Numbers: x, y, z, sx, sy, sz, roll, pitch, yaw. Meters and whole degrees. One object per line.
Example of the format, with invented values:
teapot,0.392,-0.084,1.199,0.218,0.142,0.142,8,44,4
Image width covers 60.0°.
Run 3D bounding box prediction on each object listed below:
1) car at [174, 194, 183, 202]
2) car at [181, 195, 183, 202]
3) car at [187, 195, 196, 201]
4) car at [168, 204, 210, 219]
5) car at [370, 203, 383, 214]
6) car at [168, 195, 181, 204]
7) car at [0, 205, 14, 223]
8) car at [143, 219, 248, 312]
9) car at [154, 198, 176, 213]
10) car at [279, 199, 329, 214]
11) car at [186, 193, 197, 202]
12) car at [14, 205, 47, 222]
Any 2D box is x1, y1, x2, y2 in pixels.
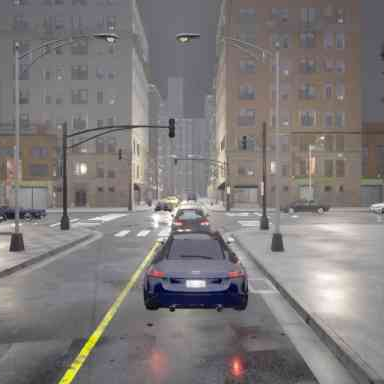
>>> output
car,-3.083,1.400,76.542,2.097,1.767,4.553,0,0,0
car,-3.090,1.584,63.646,2.033,1.411,5.357,0,0,1
car,-0.114,1.583,86.685,2.128,1.511,4.902,0,0,0
car,-0.087,1.525,16.529,1.812,1.442,4.674,0,0,-2
car,20.419,1.438,33.352,4.674,1.442,1.812,0,0,-1
car,-3.096,1.500,50.708,1.882,1.535,5.008,0,0,0
car,-15.224,1.616,23.183,4.181,1.385,1.994,0,0,0
car,0.083,1.564,7.785,1.994,1.385,4.181,0,0,0
car,-3.061,1.608,36.532,1.895,1.301,4.718,0,0,0
car,11.157,1.449,33.298,4.892,1.490,1.837,0,0,0
car,-0.080,1.274,76.296,2.150,2.045,5.566,0,0,0
car,-14.153,1.648,26.438,4.718,1.301,1.895,0,0,0
